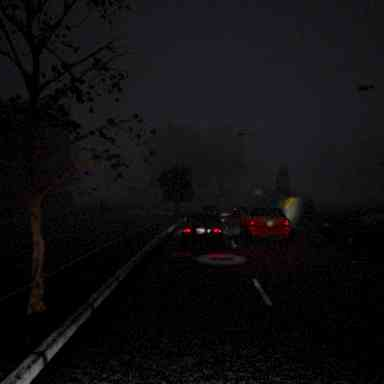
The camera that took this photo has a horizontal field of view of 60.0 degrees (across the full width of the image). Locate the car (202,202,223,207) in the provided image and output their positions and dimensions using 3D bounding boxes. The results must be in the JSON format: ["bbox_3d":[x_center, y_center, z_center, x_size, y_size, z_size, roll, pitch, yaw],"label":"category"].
[{"bbox_3d":[2.020,1.765,33.951,1.837,1.490,4.892,0,-1,6],"label":"car"}]

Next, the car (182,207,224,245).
[{"bbox_3d":[0.559,1.648,16.017,2.033,1.411,5.357,0,-1,3],"label":"car"}]

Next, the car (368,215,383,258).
[{"bbox_3d":[8.241,1.602,10.382,4.674,1.452,2.002,1,0,-17],"label":"car"}]

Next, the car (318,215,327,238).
[{"bbox_3d":[8.529,1.643,16.300,4.792,1.488,2.163,1,-1,-17],"label":"car"}]

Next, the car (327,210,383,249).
[{"bbox_3d":[8.348,1.587,13.339,4.892,1.521,2.231,1,-1,-17],"label":"car"}]

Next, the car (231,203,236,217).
[{"bbox_3d":[5.084,1.816,34.403,1.812,1.442,4.674,0,-1,6],"label":"car"}]

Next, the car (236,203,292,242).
[{"bbox_3d":[3.660,1.475,17.214,2.097,1.767,4.553,0,0,3],"label":"car"}]
